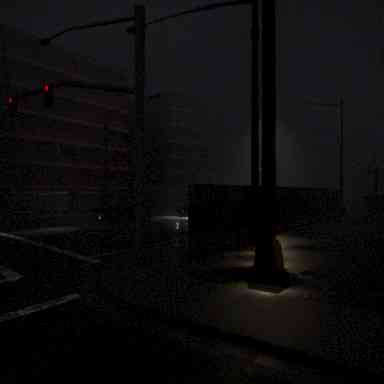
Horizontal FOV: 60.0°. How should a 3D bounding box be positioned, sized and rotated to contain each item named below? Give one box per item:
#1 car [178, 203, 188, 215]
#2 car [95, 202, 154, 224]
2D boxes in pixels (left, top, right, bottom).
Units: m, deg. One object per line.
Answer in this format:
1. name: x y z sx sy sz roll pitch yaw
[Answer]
1. car: 0.537 1.505 32.511 1.837 1.490 4.892 0 0 35
2. car: -4.902 1.491 24.767 2.128 1.511 4.902 0 0 35
